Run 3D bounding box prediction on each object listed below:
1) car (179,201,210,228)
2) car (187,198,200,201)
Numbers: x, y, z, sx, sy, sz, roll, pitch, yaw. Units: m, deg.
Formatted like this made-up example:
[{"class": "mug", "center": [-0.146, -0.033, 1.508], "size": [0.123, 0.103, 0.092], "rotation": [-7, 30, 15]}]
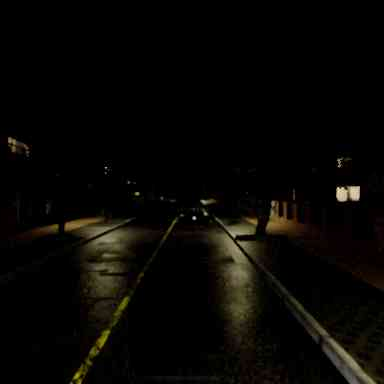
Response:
[{"class": "car", "center": [0.145, 1.557, 22.205], "size": [1.994, 1.385, 4.181], "rotation": [0, 0, 0]}, {"class": "car", "center": [0.174, 1.509, 37.722], "size": [1.837, 1.490, 4.892], "rotation": [0, 0, 0]}]
